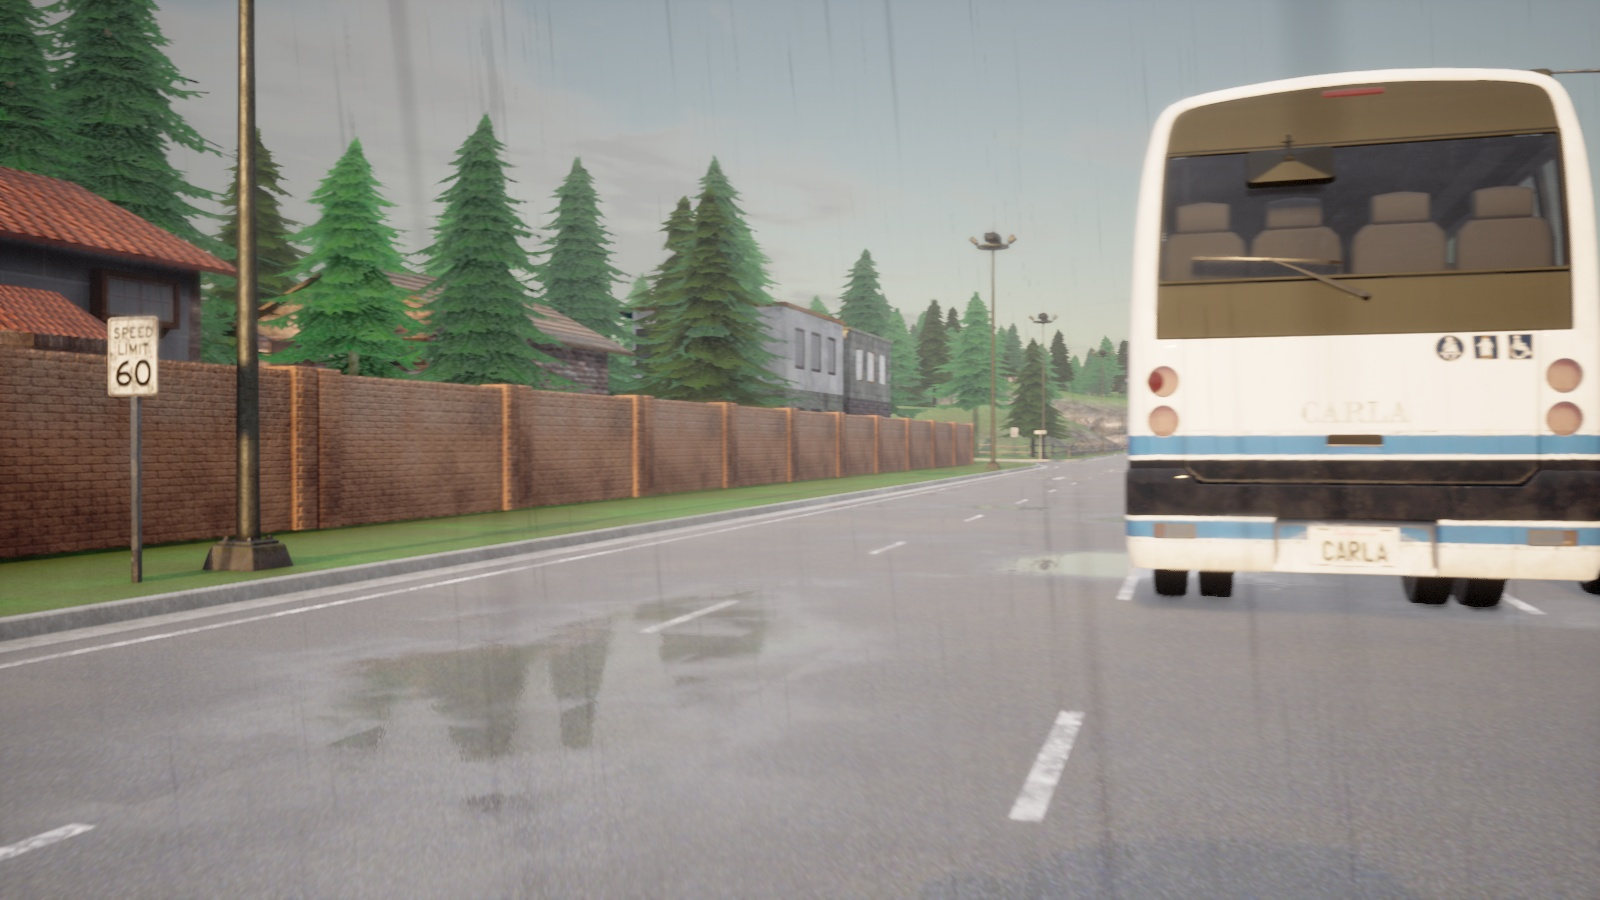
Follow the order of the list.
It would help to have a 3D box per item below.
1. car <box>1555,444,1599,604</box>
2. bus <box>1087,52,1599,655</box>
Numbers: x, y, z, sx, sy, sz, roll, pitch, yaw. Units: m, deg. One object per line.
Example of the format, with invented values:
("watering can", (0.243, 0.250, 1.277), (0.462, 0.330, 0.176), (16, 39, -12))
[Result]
("car", (8.181, 0.691, 10.482), (2.163, 1.488, 4.792), (0, 0, 18))
("bus", (5.696, -0.707, 14.223), (3.944, 4.253, 10.273), (0, 0, 18))
